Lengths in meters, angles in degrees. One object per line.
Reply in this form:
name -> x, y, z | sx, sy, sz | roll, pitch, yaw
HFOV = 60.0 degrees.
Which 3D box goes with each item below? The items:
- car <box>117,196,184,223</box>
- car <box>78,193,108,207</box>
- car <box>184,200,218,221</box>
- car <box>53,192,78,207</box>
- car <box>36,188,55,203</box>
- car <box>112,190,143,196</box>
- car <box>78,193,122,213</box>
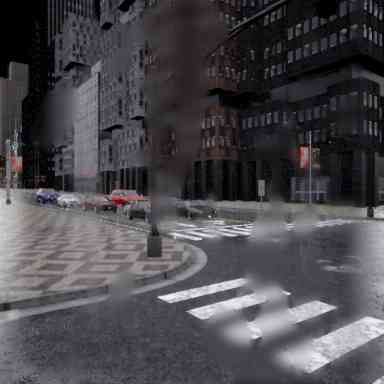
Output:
car -> -3.031, 1.284, 23.209 | 2.033, 1.411, 5.357 | 0, 1, -35
car -> -12.500, 0.929, 41.767 | 2.128, 1.511, 4.902 | 0, 1, -36
car -> -0.427, 1.280, 25.067 | 2.033, 1.411, 5.357 | 0, 1, -39
car -> -14.429, 0.985, 38.867 | 1.812, 1.442, 4.674 | 0, 1, -35
car -> -20.646, 0.521, 47.531 | 2.150, 2.045, 5.566 | 0, 1, -36
car -> -6.383, 0.810, 33.327 | 2.150, 2.045, 5.566 | 0, 1, -36
car -> -8.631, 1.080, 30.892 | 1.882, 1.535, 5.008 | 0, 1, -36
